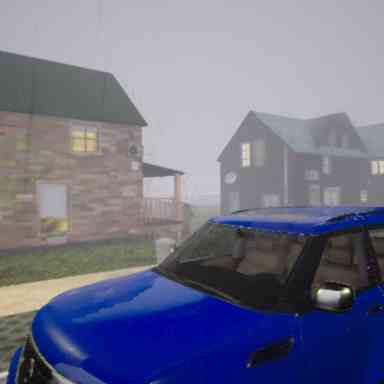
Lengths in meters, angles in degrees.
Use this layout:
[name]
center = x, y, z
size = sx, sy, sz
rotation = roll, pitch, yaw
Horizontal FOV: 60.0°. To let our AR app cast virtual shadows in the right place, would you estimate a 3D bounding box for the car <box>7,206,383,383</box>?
[car]
center = 1.074, 1.222, 3.787
size = 5.566, 2.045, 2.150
rotation = 0, 0, -35
